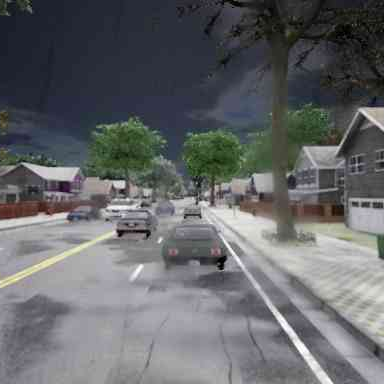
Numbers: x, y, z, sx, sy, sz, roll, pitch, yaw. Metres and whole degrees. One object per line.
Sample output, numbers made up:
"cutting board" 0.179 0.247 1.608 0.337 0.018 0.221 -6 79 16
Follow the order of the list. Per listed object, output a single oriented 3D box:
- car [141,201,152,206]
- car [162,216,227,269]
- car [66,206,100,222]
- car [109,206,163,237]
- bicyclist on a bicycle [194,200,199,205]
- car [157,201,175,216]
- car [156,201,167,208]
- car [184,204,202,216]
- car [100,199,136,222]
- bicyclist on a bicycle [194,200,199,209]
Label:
"car" -9.786 2.615 71.336 2.033 1.411 5.357 0 -1 0
"car" 0.084 1.749 11.635 1.895 1.301 4.718 0 -1 0
"car" -9.866 1.972 30.852 2.033 1.411 5.357 0 -1 0
"car" -3.159 1.808 19.848 2.033 1.411 5.357 0 -1 0
"bicyclist on a bicycle" 0.866 2.184 55.091 0.659 1.776 1.843 0 -1 0
"car" -3.171 1.925 40.249 2.097 1.767 4.553 0 -1 0
"car" -6.536 2.678 72.140 1.895 1.301 4.718 0 -1 0
"car" 0.083 2.050 35.881 2.033 1.411 5.357 0 -1 0
"car" -6.616 1.655 31.453 2.150 2.045 5.566 0 -1 0
"bicyclist on a bicycle" 0.857 2.400 64.091 0.866 1.612 1.509 0 -1 0
